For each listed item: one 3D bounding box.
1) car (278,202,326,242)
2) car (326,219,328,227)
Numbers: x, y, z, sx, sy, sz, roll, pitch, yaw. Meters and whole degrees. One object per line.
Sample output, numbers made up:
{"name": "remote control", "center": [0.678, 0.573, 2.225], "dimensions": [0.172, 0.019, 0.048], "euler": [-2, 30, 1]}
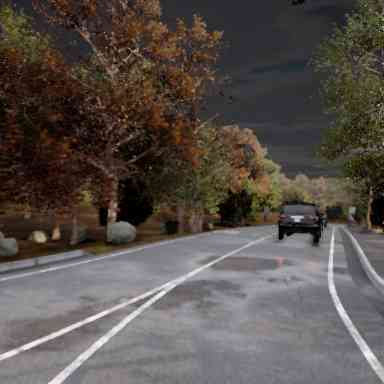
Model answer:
{"name": "car", "center": [6.435, 1.672, 19.480], "dimensions": [2.150, 2.045, 5.566], "euler": [1, -3, 23]}
{"name": "car", "center": [16.965, 3.938, 44.318], "dimensions": [2.128, 1.511, 4.902], "euler": [1, -4, 23]}
